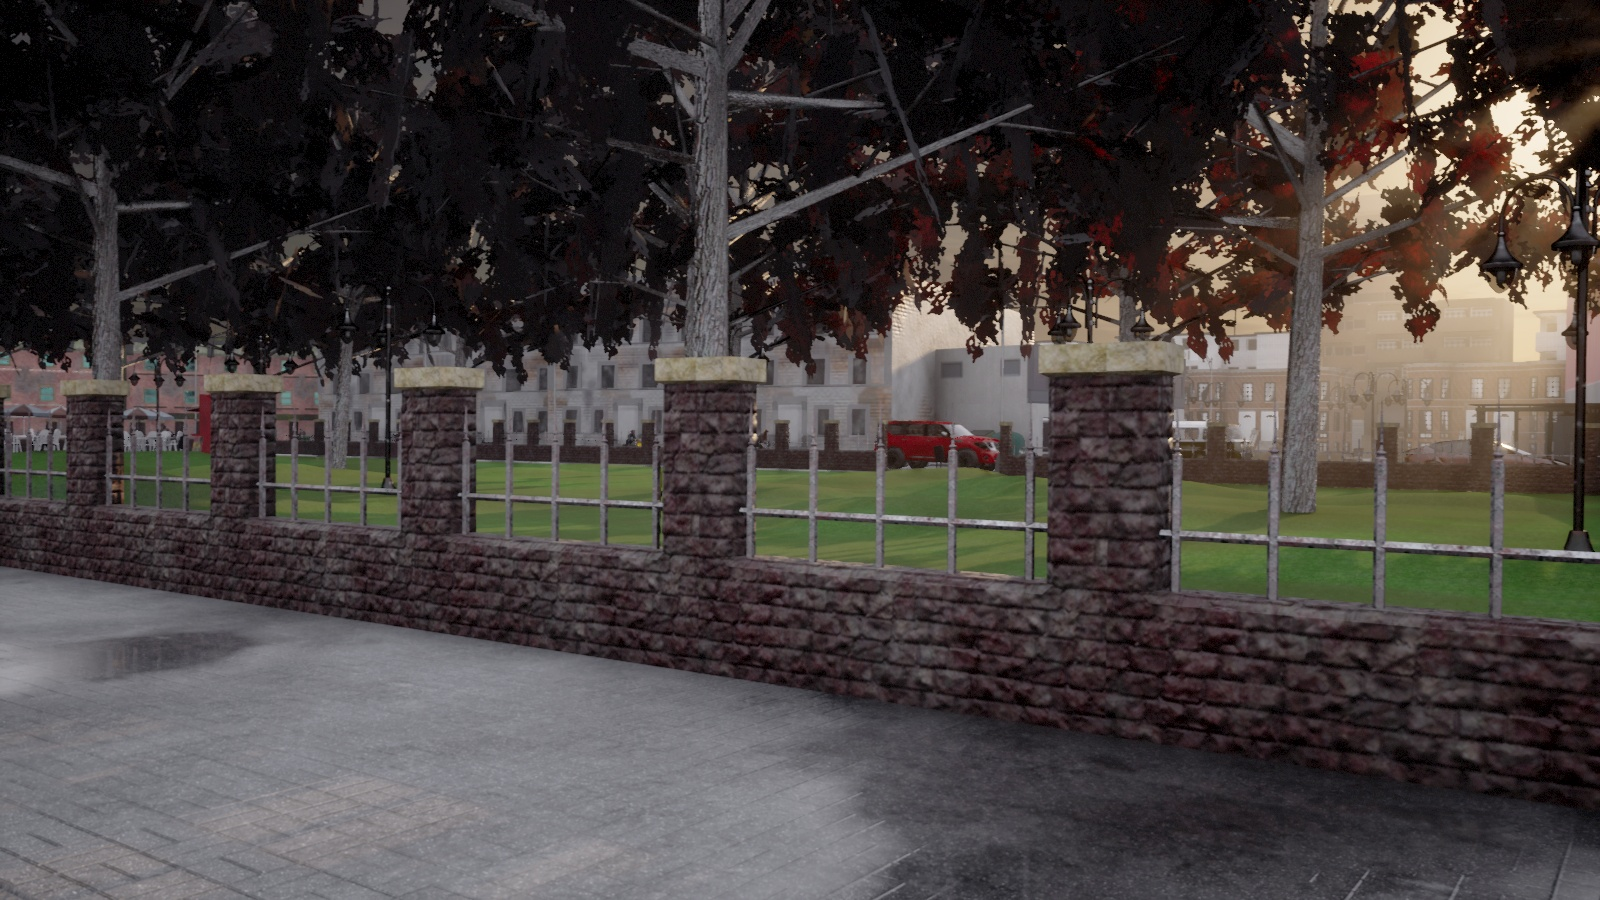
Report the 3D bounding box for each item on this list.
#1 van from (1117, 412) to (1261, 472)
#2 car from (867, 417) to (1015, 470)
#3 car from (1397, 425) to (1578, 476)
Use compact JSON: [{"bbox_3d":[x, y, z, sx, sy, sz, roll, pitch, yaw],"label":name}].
[{"bbox_3d":[13.918,-0.274,45.028,4.480,2.038,2.069,0,1,35],"label":"van"},{"bbox_3d":[5.673,-0.278,50.896,5.566,2.045,2.150,0,1,35],"label":"car"},{"bbox_3d":[21.620,-0.001,39.554,4.792,1.488,2.163,0,1,35],"label":"car"}]
